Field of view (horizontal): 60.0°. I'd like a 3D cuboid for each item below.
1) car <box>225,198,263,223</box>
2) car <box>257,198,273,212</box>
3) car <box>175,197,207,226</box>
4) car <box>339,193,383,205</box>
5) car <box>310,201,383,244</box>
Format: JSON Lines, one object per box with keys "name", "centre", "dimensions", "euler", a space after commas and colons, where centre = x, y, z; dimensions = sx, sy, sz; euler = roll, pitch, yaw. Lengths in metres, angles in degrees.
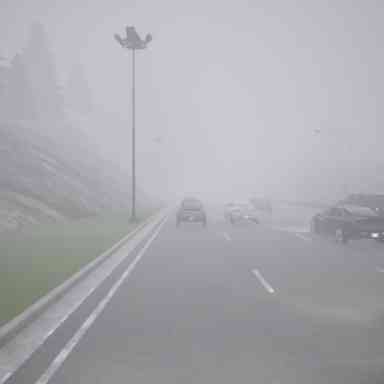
{"name": "car", "centre": [3.412, 1.345, 23.465], "dimensions": [1.812, 1.442, 4.674], "euler": [0, 0, -1]}
{"name": "car", "centre": [6.801, 1.288, 33.942], "dimensions": [2.033, 1.411, 5.357], "euler": [0, 0, -1]}
{"name": "car", "centre": [-0.053, 1.325, 21.628], "dimensions": [2.128, 1.511, 4.902], "euler": [0, 0, -1]}
{"name": "car", "centre": [10.466, 1.068, 20.174], "dimensions": [2.150, 2.045, 5.566], "euler": [0, 0, -1]}
{"name": "car", "centre": [7.018, 1.389, 15.223], "dimensions": [1.837, 1.490, 4.892], "euler": [0, 0, -1]}
